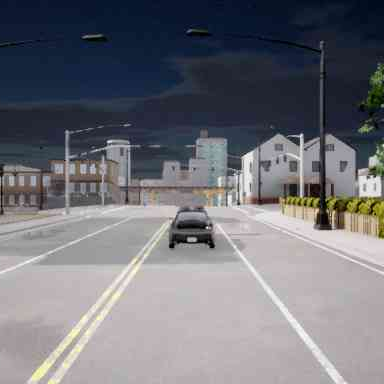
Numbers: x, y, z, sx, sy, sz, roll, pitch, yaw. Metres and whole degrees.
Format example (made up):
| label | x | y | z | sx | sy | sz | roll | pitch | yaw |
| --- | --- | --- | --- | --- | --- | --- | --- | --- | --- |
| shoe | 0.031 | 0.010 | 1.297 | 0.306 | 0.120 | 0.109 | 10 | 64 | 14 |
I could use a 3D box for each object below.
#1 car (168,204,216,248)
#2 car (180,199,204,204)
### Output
| label | x | y | z | sx | sy | sz | roll | pitch | yaw |
| --- | --- | --- | --- | --- | --- | --- | --- | --- | --- |
| car | 0.000 | 1.515 | 14.650 | 1.837 | 1.490 | 4.892 | 0 | 0 | 0 |
| car | 0.000 | 1.365 | 29.620 | 2.097 | 1.767 | 4.553 | 0 | 0 | 0 |
